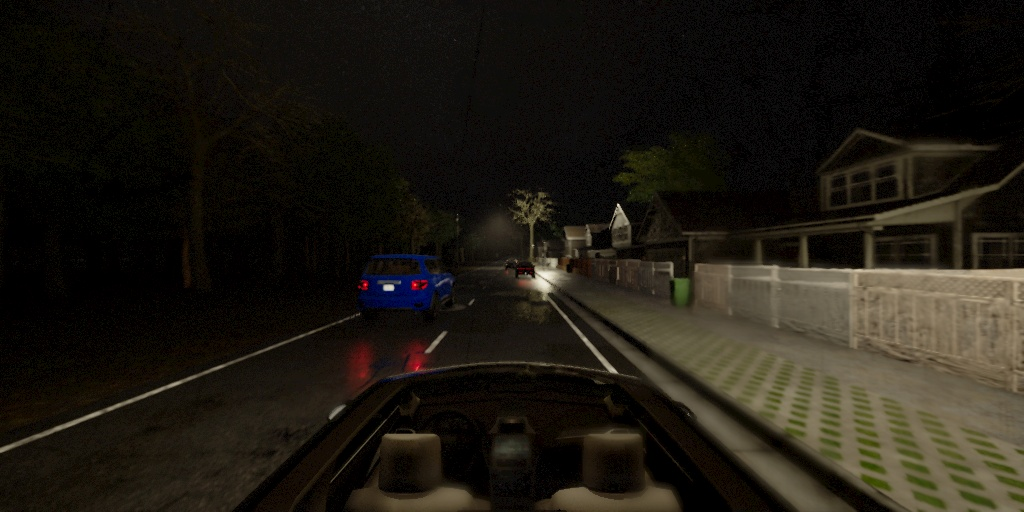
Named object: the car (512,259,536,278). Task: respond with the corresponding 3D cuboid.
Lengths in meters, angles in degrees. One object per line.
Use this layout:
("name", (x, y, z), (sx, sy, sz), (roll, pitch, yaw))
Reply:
("car", (1.210, 1.280, 33.959), (1.837, 1.490, 4.892), (0, 0, 0))

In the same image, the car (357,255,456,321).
("car", (-3.402, 0.977, 12.576), (2.150, 2.045, 5.566), (0, 0, 0))

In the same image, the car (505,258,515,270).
("car", (-0.017, 1.327, 52.919), (1.812, 1.442, 4.674), (0, 0, 0))
